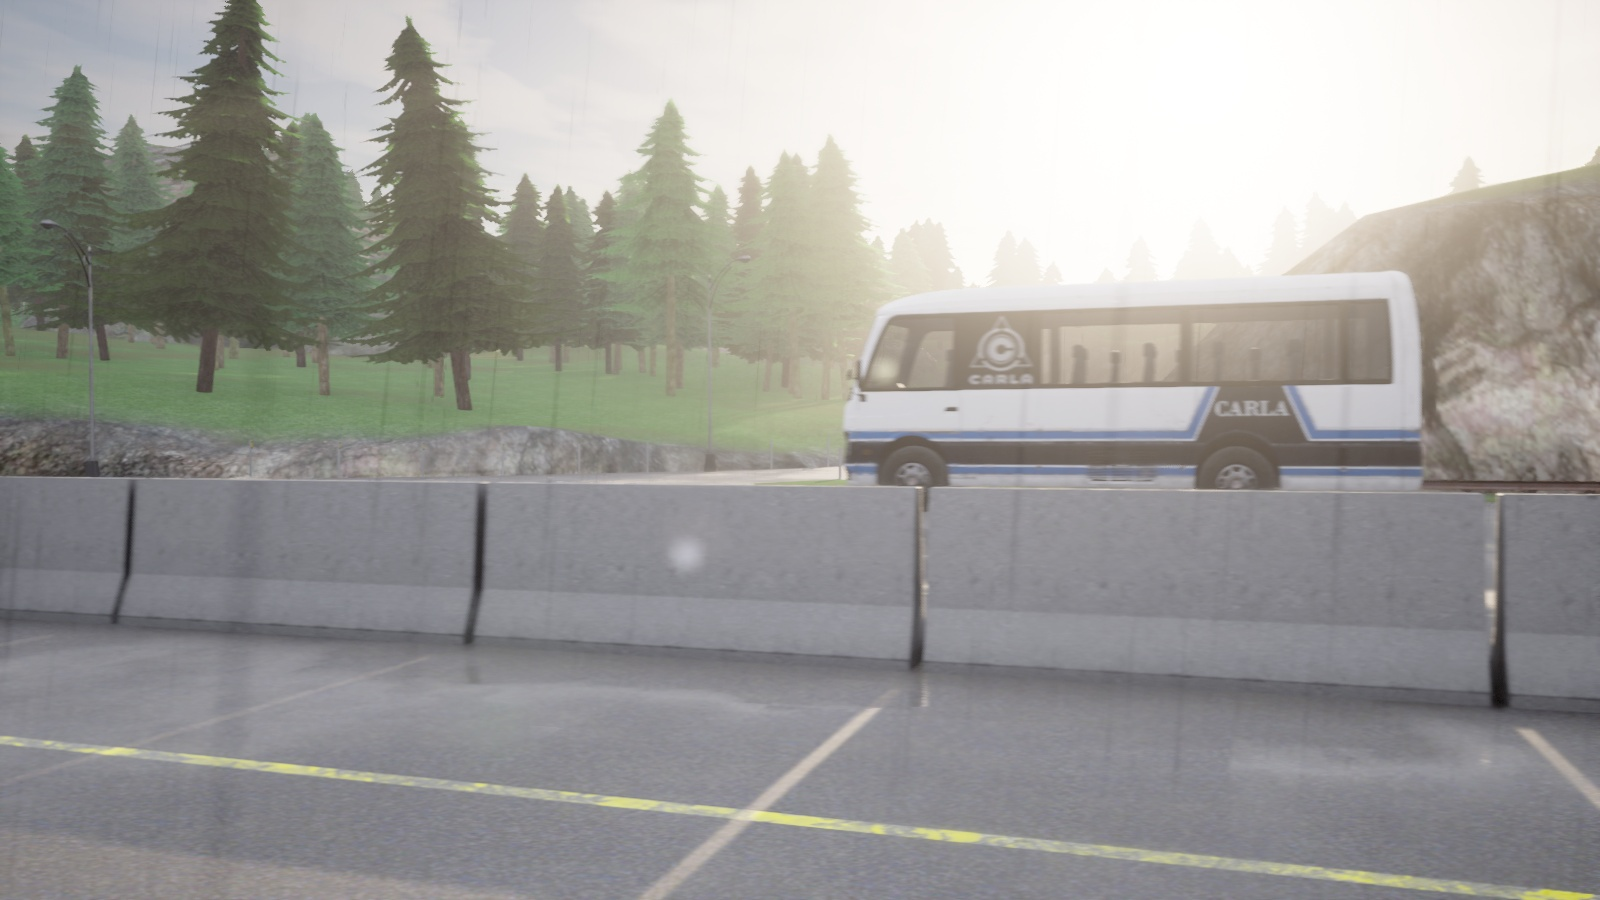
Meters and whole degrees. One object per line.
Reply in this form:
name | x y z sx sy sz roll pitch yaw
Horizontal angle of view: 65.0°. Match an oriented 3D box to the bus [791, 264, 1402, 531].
bus | 5.333 -0.907 23.533 10.273 4.253 3.944 1 1 19
